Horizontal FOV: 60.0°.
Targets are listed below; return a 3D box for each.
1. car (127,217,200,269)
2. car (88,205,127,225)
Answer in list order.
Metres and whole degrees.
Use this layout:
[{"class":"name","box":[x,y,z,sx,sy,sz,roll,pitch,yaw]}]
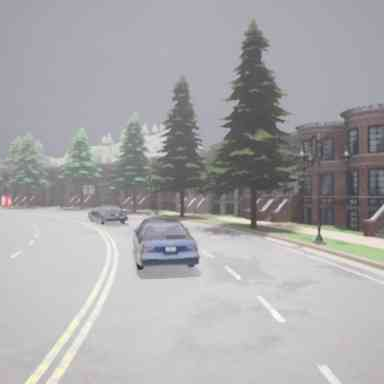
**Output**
[{"class":"car","box":[-1.082,1.621,11.528,2.033,1.411,5.357,0,0,-11]},{"class":"car","box":[-6.628,1.712,25.949,2.033,1.411,5.357,0,0,-30]}]
